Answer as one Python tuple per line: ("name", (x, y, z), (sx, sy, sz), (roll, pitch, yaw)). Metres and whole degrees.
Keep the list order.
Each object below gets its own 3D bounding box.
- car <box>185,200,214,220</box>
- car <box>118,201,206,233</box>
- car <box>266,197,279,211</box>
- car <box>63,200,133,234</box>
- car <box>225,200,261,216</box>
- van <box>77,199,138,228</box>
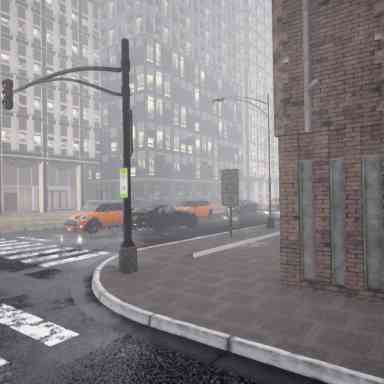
("car", (-0.128, 1.432, 27.047), (2.097, 1.767, 4.553), (-1, -1, 36))
("car", (-1.586, 1.496, 19.558), (2.128, 1.511, 4.902), (-1, -1, 36))
("car", (11.094, 1.471, 42.521), (2.097, 1.767, 4.553), (-1, -1, 36))
("car", (-5.335, 1.416, 19.892), (2.097, 1.767, 4.553), (-1, -1, 37))
("car", (5.151, 1.590, 34.341), (2.128, 1.511, 4.902), (-1, -1, 36))
("van", (-5.895, 1.460, 23.492), (1.690, 1.788, 3.998), (-2, -1, 36))
